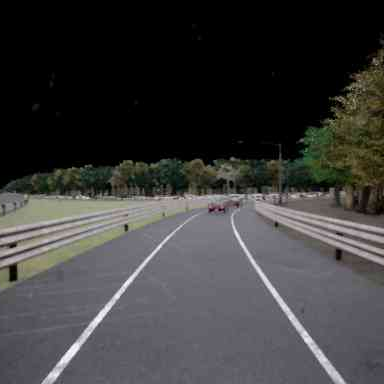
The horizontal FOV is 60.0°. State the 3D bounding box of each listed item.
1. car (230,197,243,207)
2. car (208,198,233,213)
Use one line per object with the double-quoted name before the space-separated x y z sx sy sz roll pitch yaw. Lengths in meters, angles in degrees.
"car" 6.255 1.447 48.679 1.812 1.442 4.674 0 1 19
"car" 2.972 1.586 36.144 1.895 1.301 4.718 0 0 12
